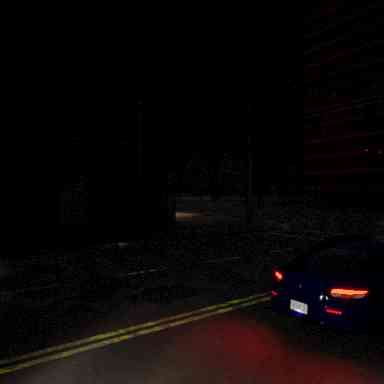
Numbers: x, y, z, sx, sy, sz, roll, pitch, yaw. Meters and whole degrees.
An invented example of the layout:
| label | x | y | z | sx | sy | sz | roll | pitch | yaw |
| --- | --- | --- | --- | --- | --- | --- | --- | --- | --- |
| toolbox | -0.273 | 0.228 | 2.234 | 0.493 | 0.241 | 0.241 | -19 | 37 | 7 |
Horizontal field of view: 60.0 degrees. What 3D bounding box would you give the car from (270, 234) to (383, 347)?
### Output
| label | x | y | z | sx | sy | sz | roll | pitch | yaw |
| --- | --- | --- | --- | --- | --- | --- | --- | --- | --- |
| car | 3.453 | 1.526 | 6.234 | 4.674 | 1.442 | 1.812 | 0 | 0 | -35 |
